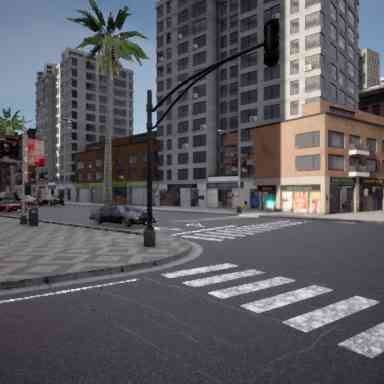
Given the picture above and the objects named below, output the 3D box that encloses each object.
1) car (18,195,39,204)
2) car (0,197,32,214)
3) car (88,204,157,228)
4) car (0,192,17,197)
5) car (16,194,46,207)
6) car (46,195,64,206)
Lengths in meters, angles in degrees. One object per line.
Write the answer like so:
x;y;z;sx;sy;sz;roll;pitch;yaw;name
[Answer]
-28.251;1.270;57.286;1.837;1.490;4.892;0;0;-44;car
-18.781;1.503;34.544;4.718;1.301;1.895;0;0;42;car
-4.817;1.522;22.386;5.357;1.411;2.033;0;0;40;car
-30.291;0.991;54.724;2.150;2.045;5.566;0;0;-44;car
-23.199;1.361;47.806;4.674;1.442;1.812;0;0;45;car
-21.207;1.184;50.404;4.553;1.767;2.097;0;0;45;car
